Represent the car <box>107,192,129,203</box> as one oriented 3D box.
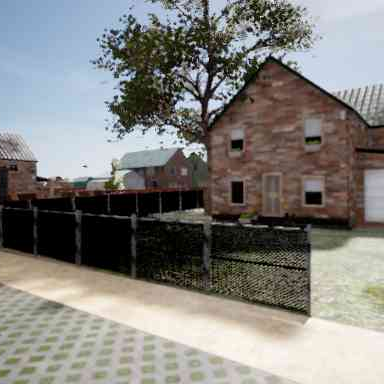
[{"bbox_3d":[-5.790,0.740,27.528,1.812,1.442,4.674,0,2,37],"label":"car"}]
